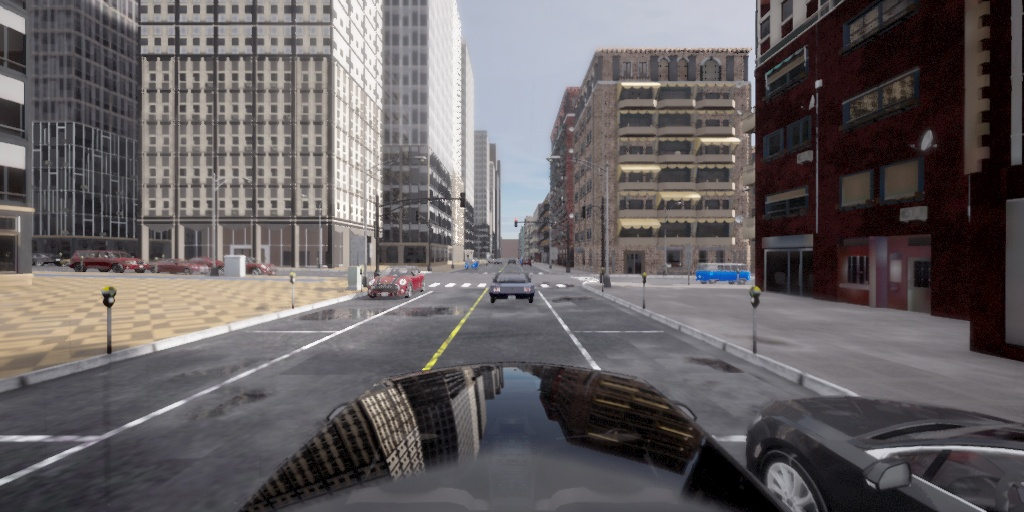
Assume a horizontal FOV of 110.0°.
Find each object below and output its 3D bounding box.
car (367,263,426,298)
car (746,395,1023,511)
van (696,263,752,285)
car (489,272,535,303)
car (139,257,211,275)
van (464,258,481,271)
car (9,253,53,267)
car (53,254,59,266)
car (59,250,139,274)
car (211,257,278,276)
[{"bbox_3d":[-5.690,1.189,18.033,1.967,1.591,4.097,0,0,0],"label":"car"},{"bbox_3d":[2.691,1.299,1.086,2.007,1.370,4.403,0,0,0],"label":"car"},{"bbox_3d":[16.912,1.454,28.749,3.998,1.789,1.690,0,0,0],"label":"van"},{"bbox_3d":[0.001,1.367,16.530,1.895,1.301,4.718,0,0,0],"label":"car"},{"bbox_3d":[-26.721,0.854,28.787,4.207,1.307,1.802,0,0,0],"label":"car"},{"bbox_3d":[-5.690,1.101,50.507,1.690,1.789,3.998,0,0,0],"label":"van"},{"bbox_3d":[-49.105,0.395,37.118,4.313,1.339,1.948,0,0,0],"label":"car"},{"bbox_3d":[-43.699,0.462,37.131,4.829,1.417,1.751,0,0,0],"label":"car"},{"bbox_3d":[-32.295,0.479,28.775,5.009,1.841,2.192,0,0,0],"label":"car"},{"bbox_3d":[-21.147,0.819,28.800,4.097,1.591,1.967,0,0,0],"label":"car"}]
